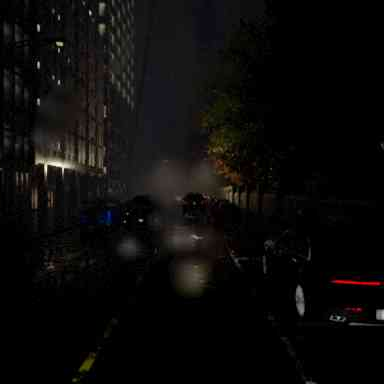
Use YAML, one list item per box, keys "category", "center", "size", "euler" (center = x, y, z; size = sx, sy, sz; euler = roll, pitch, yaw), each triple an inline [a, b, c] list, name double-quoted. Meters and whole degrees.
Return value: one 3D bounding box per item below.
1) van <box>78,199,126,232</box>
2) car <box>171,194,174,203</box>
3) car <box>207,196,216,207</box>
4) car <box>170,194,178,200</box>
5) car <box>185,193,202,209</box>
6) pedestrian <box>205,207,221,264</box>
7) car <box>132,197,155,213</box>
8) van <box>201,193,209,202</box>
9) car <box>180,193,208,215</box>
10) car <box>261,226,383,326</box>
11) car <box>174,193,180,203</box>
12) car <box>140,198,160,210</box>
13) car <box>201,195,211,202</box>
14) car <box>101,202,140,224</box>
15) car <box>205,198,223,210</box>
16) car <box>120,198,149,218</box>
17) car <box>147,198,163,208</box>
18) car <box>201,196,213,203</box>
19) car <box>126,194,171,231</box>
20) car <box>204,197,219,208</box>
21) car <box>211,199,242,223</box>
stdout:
- category: "van"
  center: [-5.241, 1.308, 19.400]
  size: [1.690, 1.788, 3.998]
  euler: [0, 0, 0]
- category: "car"
  center: [-5.073, 1.424, 63.760]
  size: [1.887, 1.381, 4.507]
  euler: [0, 0, 0]
- category: "car"
  center: [2.681, 1.387, 30.455]
  size: [1.967, 1.590, 4.097]
  euler: [0, 0, 0]
- category: "car"
  center: [-4.968, 1.253, 91.484]
  size: [1.967, 1.590, 4.097]
  euler: [0, 0, 0]
- category: "car"
  center: [0.218, 1.139, 45.851]
  size: [2.150, 2.045, 5.566]
  euler: [0, 0, 1]
- category: "pedestrian"
  center: [0.616, 1.277, 10.106]
  size: [0.375, 1.860, 0.375]
  euler: [0, 0, 0]
- category: "car"
  center: [-5.178, 1.377, 36.035]
  size: [1.967, 1.590, 4.097]
  euler: [0, 0, 0]
- category: "van"
  center: [2.850, 1.195, 74.817]
  size: [1.690, 1.788, 3.998]
  euler: [0, 0, 0]
- category: "car"
  center: [0.206, 1.161, 33.106]
  size: [2.150, 2.045, 5.566]
  euler: [0, 0, 0]
- category: "car"
  center: [2.777, 1.493, 7.151]
  size: [1.837, 1.490, 4.892]
  euler: [0, 0, 0]
- category: "car"
  center: [-2.501, 1.175, 65.810]
  size: [2.150, 2.045, 5.566]
  euler: [0, 0, 0]
- category: "car"
  center: [-5.158, 1.451, 41.410]
  size: [1.752, 1.417, 4.829]
  euler: [0, 0, 0]
- category: "car"
  center: [2.828, 1.411, 69.272]
  size: [1.887, 1.381, 4.507]
  euler: [0, 0, 0]
- category: "car"
  center: [-5.220, 1.508, 24.946]
  size: [2.008, 1.369, 4.403]
  euler: [0, 0, 0]
- category: "car"
  center: [2.723, 1.491, 41.546]
  size: [1.947, 1.339, 4.313]
  euler: [0, 0, 0]
- category: "car"
  center: [-5.199, 1.387, 30.490]
  size: [1.967, 1.590, 4.097]
  euler: [0, 0, 0]
- category: "car"
  center: [-5.136, 1.496, 47.125]
  size: [1.802, 1.307, 4.206]
  euler: [0, 0, 0]
- category: "car"
  center: [2.808, 1.430, 63.727]
  size: [2.008, 1.369, 4.403]
  euler: [0, 0, 0]
- category: "car"
  center: [-2.772, 1.186, 20.850]
  size: [2.150, 2.045, 5.566]
  euler: [0, 0, 0]
- category: "car"
  center: [2.745, 1.459, 47.091]
  size: [1.887, 1.381, 4.507]
  euler: [0, 0, 0]
- category: "car"
  center: [2.660, 1.502, 24.910]
  size: [1.887, 1.381, 4.507]
  euler: [0, 0, 0]
